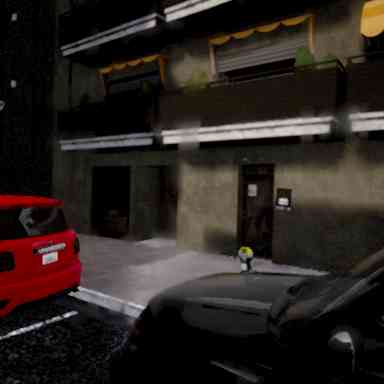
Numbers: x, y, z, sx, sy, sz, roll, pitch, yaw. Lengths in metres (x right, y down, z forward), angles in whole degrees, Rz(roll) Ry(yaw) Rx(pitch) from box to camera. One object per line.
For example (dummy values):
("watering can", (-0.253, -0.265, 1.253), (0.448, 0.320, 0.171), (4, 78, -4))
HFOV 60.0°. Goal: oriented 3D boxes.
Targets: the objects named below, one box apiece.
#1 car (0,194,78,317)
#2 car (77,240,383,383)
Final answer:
("car", (-4.707, 1.041, 6.072), (5.566, 2.045, 2.150), (2, 1, 20))
("car", (1.985, 1.241, 1.979), (5.566, 2.045, 2.150), (2, 1, 35))
